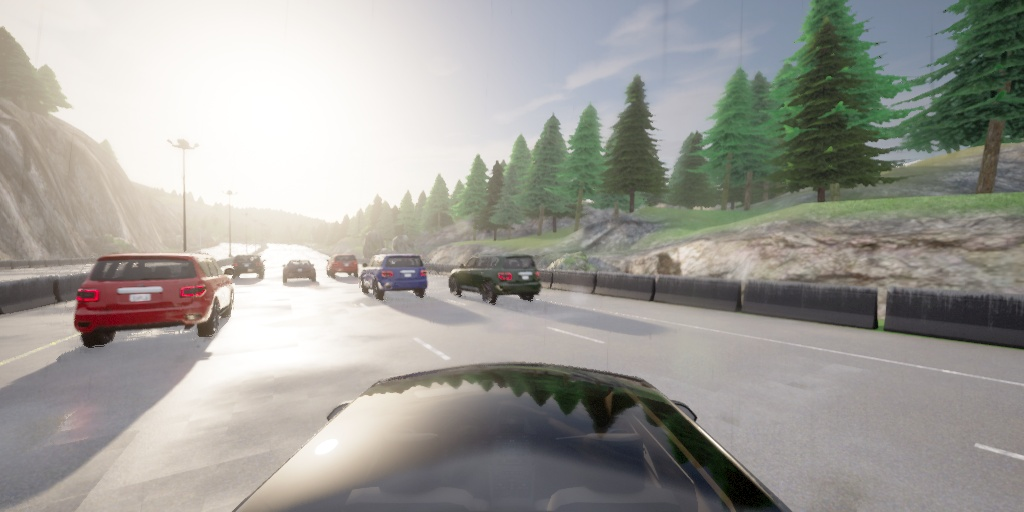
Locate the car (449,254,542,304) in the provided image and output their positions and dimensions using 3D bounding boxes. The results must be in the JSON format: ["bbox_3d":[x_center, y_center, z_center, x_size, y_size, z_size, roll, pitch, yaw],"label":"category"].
[{"bbox_3d":[-0.941,0.934,16.361,2.150,2.045,5.566,0,0,-33],"label":"car"}]

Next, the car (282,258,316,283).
[{"bbox_3d":[-16.198,1.012,27.246,2.097,1.767,4.553,0,0,-33],"label":"car"}]

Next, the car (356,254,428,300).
[{"bbox_3d":[-5.940,0.921,17.696,2.150,2.045,5.566,0,0,-33],"label":"car"}]

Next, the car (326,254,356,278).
[{"bbox_3d":[-15.426,0.868,32.528,2.150,2.045,5.566,0,0,-33],"label":"car"}]

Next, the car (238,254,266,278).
[{"bbox_3d":[-22.960,0.860,31.324,2.150,2.045,5.566,0,0,-33],"label":"car"}]

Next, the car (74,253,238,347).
[{"bbox_3d":[-9.087,0.937,9.623,2.150,2.045,5.566,0,0,-33],"label":"car"}]
